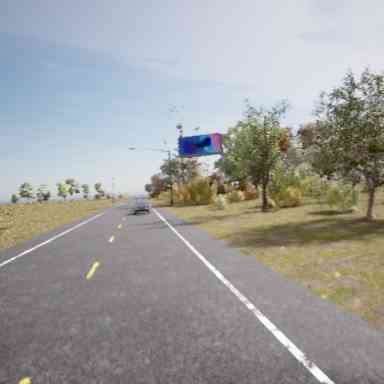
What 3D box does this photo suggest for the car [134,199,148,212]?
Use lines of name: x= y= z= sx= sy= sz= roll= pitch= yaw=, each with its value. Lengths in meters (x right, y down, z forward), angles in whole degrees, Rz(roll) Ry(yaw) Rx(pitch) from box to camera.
car: x=-7.427 y=1.904 z=48.611 sx=1.837 sy=1.490 sz=4.892 roll=-3 pitch=1 yaw=-9

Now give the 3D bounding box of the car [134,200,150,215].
car: x=-6.005 y=1.868 z=39.787 sx=2.033 sy=1.411 sz=5.357 roll=-3 pitch=0 yaw=-8
